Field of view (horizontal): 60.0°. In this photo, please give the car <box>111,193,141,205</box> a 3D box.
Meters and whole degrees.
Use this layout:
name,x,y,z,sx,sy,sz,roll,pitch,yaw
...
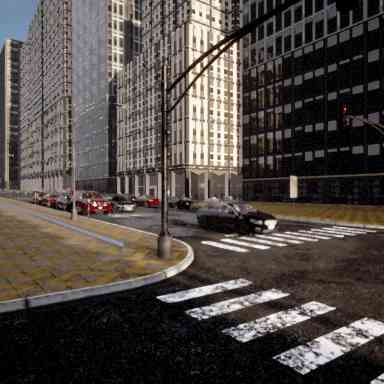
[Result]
name,x,y,z,sx,sy,sz,roll,pitch,yaw
car,-8.269,0.856,41.222,1.947,1.339,4.313,1,0,-36

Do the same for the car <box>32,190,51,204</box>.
name,x,y,z,sx,sy,sz,roll,pitch,yaw
car,-18.344,0.793,40.811,1.802,1.307,4.206,1,0,-36

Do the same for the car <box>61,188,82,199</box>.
name,x,y,z,sx,sy,sz,roll,pitch,yaw
car,-21.518,0.186,59.375,2.192,1.841,5.009,1,0,-36

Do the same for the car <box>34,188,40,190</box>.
name,x,y,z,sx,sy,sz,roll,pitch,yaw
car,-34.776,-0.105,77.531,1.967,1.590,4.097,1,0,-36

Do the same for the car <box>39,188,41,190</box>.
name,x,y,z,sx,sy,sz,roll,pitch,yaw
car,-31.465,0.104,72.993,1.887,1.381,4.507,1,0,-36

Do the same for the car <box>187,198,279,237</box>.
name,x,y,z,sx,sy,sz,roll,pitch,yaw
car,2.178,1.279,17.074,2.128,1.511,4.902,0,1,-36

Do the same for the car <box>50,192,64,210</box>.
name,x,y,z,sx,sy,sz,roll,pitch,yaw
car,-11.717,0.987,31.735,1.947,1.339,4.313,1,0,-36

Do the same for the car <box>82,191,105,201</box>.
name,x,y,z,sx,sy,sz,roll,pitch,yaw
car,-14.896,0.646,50.300,1.947,1.339,4.313,1,0,-36

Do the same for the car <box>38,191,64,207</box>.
name,x,y,z,sx,sy,sz,roll,pitch,yaw
car,-15.030,0.861,36.273,1.887,1.381,4.507,1,0,-36

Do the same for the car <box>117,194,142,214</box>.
name,x,y,z,sx,sy,sz,roll,pitch,yaw
car,-6.449,1.040,28.895,1.812,1.442,4.674,0,1,-36

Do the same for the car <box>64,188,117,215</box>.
name,x,y,z,sx,sy,sz,roll,pitch,yaw
car,-8.398,0.841,27.195,2.192,1.841,5.009,1,0,-36

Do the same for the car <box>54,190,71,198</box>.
name,x,y,z,sx,sy,sz,roll,pitch,yaw
car,-24.937,0.289,64.053,1.752,1.417,4.829,1,0,-36

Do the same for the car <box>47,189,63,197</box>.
name,x,y,z,sx,sy,sz,roll,pitch,yaw
car,-28.151,0.214,68.454,2.008,1.369,4.403,1,0,-36

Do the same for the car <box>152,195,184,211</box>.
name,x,y,z,sx,sy,sz,roll,pitch,yaw
car,-1.641,1.066,32.145,1.947,1.339,4.313,1,0,-36

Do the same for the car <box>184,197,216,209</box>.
name,x,y,z,sx,sy,sz,roll,pitch,yaw
car,1.642,1.127,27.798,1.752,1.417,4.829,1,0,-36

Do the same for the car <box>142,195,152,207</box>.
name,x,y,z,sx,sy,sz,roll,pitch,yaw
car,-4.955,0.977,36.683,1.802,1.307,4.206,1,0,-36

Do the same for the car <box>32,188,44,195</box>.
name,x,y,z,sx,sy,sz,roll,pitch,yaw
car,-38.089,-0.208,82.070,1.967,1.590,4.097,1,0,-36
